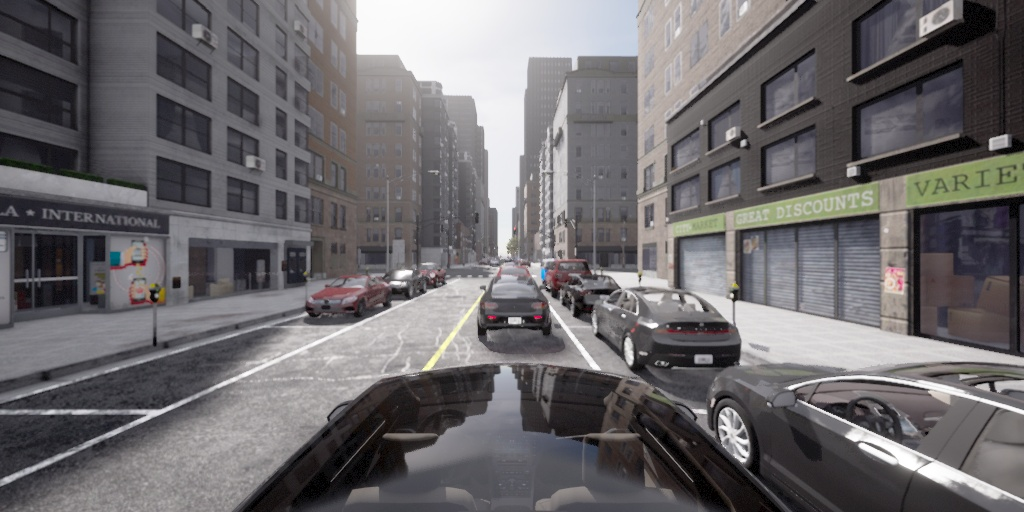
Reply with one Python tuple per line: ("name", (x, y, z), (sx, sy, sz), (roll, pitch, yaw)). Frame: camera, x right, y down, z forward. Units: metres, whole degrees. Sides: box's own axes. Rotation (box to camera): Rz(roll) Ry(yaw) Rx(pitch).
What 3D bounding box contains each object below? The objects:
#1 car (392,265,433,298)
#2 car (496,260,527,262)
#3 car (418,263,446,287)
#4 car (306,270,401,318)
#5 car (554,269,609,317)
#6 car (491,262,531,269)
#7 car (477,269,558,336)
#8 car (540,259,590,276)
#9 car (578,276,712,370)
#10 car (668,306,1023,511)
("car", (-5.683, 1.326, 18.555), (1.948, 1.339, 4.313), (0, 0, 0))
("car", (0.039, 1.270, 28.274), (1.837, 1.490, 4.892), (0, 0, 2))
("car", (-5.688, 1.203, 24.080), (1.967, 1.591, 4.097), (0, 0, 0))
("car", (-5.678, 1.339, 13.030), (1.802, 1.307, 4.207), (0, 0, 0))
("car", (2.848, 1.322, 13.046), (1.948, 1.339, 4.313), (0, 0, 0))
("car", (0.083, 1.237, 18.102), (1.882, 1.535, 5.008), (0, 0, 0))
("car", (0.032, 1.281, 10.298), (1.812, 1.442, 4.674), (0, 0, -1))
("car", (2.843, 1.074, 18.570), (2.192, 1.841, 5.009), (0, 0, 0))
("car", (2.853, 1.304, 7.522), (2.007, 1.370, 4.403), (0, 0, 0))
("car", (2.858, 1.300, 1.999), (2.007, 1.370, 4.403), (0, 0, 0))
